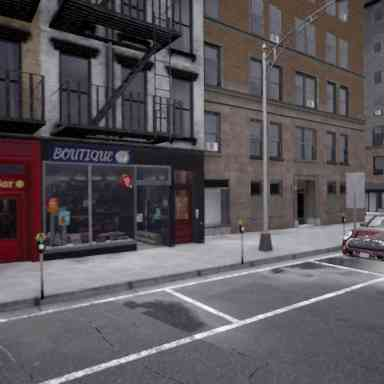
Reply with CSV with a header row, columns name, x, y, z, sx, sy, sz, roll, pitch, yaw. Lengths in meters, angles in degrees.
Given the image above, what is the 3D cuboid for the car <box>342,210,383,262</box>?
name,x,y,z,sx,sy,sz,roll,pitch,yaw
car,7.003,1.456,11.564,4.097,1.590,1.967,0,-1,-36

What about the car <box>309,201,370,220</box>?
name,x,y,z,sx,sy,sz,roll,pitch,yaw
car,13.881,1.697,31.674,1.882,1.535,5.008,-1,0,-37
